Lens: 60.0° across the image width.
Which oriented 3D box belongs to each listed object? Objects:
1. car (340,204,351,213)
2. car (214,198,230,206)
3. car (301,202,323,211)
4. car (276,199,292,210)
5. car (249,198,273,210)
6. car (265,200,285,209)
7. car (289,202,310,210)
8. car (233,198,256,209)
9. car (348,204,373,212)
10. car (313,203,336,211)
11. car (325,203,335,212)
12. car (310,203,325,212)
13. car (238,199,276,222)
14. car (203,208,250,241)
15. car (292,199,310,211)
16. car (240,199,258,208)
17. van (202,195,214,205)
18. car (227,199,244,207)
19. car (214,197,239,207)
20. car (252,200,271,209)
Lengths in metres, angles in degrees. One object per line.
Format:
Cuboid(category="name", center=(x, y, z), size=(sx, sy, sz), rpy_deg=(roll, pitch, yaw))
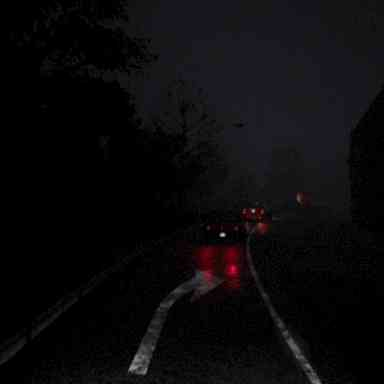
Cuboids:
Cuboid(category="car", center=(27.599, 2.811, 57.093), size=(2.185, 1.767, 4.553), rpy_deg=(2, -1, -10))
Cuboid(category="car", center=(5.943, 1.964, 66.605), size=(2.002, 1.452, 4.674), rpy_deg=(4, -1, -10))
Cuboid(category="car", center=(25.145, 3.009, 69.968), size=(2.097, 1.535, 5.008), rpy_deg=(2, -1, -10))
Cuboid(category="car", center=(13.873, 2.213, 54.709), size=(2.097, 1.535, 5.008), rpy_deg=(3, -1, -10))
Cuboid(category="car", center=(11.143, 1.914, 54.268), size=(2.185, 1.767, 4.553), rpy_deg=(4, -1, -10))
Cuboid(category="car", center=(17.008, 2.610, 68.733), size=(1.946, 1.575, 5.366), rpy_deg=(3, -1, -10))
Cuboid(category="car", center=(22.399, 2.884, 69.486), size=(2.097, 1.535, 5.008), rpy_deg=(3, -1, -10))
Cuboid(category="car", center=(8.395, 1.887, 53.783), size=(2.163, 1.488, 4.792), rpy_deg=(4, -1, -10))
Cuboid(category="car", center=(36.153, 3.417, 71.719), size=(1.946, 1.575, 5.366), rpy_deg=(2, -1, -10))
Cuboid(category="car", center=(28.016, 3.131, 70.471), size=(2.231, 1.521, 4.892), rpy_deg=(2, -1, -10))
Cuboid(category="car", center=(22.100, 2.710, 56.129), size=(2.163, 1.488, 4.792), rpy_deg=(3, -1, -10))
Cuboid(category="car", center=(19.364, 2.536, 55.672), size=(2.231, 1.521, 4.892), rpy_deg=(3, -1, -10))
Cuboid(category="car", center=(6.050, 1.727, 30.388), size=(2.097, 1.767, 4.553), rpy_deg=(0, -1, 22))
Cuboid(category="car", center=(1.857, 1.733, 17.567), size=(1.895, 1.301, 4.718), rpy_deg=(0, -1, 11))
Cuboid(category="car", center=(16.629, 2.128, 55.229), size=(2.435, 2.045, 5.566), rpy_deg=(3, -1, -10))
Cuboid(category="car", center=(11.539, 2.319, 67.613), size=(2.163, 1.488, 4.792), rpy_deg=(4, -1, -10))
Cuboid(category="van", center=(3.355, 1.525, 66.021), size=(1.878, 1.987, 4.442), rpy_deg=(4, 0, -10))
Cuboid(category="car", center=(8.680, 2.146, 67.085), size=(2.002, 1.452, 4.674), rpy_deg=(4, -1, -10))
Cuboid(category="car", center=(5.669, 1.704, 53.245), size=(2.163, 1.488, 4.792), rpy_deg=(4, -1, -10))
Cuboid(category="car", center=(14.259, 2.453, 68.250), size=(1.946, 1.575, 5.366), rpy_deg=(3, -1, -10))
